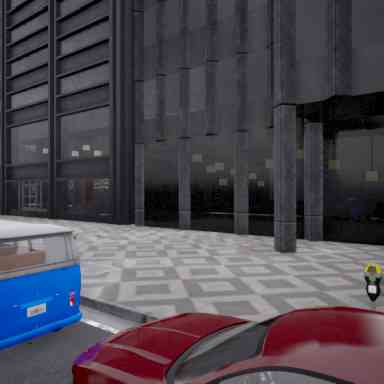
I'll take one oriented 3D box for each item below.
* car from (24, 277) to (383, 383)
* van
[{"bbox_3d":[0.985,1.545,2.262,4.507,1.381,1.887,0,0,36],"label":"car"},{"bbox_3d":[-3.580,1.341,5.521,3.998,1.788,1.690,0,0,36],"label":"van"}]
